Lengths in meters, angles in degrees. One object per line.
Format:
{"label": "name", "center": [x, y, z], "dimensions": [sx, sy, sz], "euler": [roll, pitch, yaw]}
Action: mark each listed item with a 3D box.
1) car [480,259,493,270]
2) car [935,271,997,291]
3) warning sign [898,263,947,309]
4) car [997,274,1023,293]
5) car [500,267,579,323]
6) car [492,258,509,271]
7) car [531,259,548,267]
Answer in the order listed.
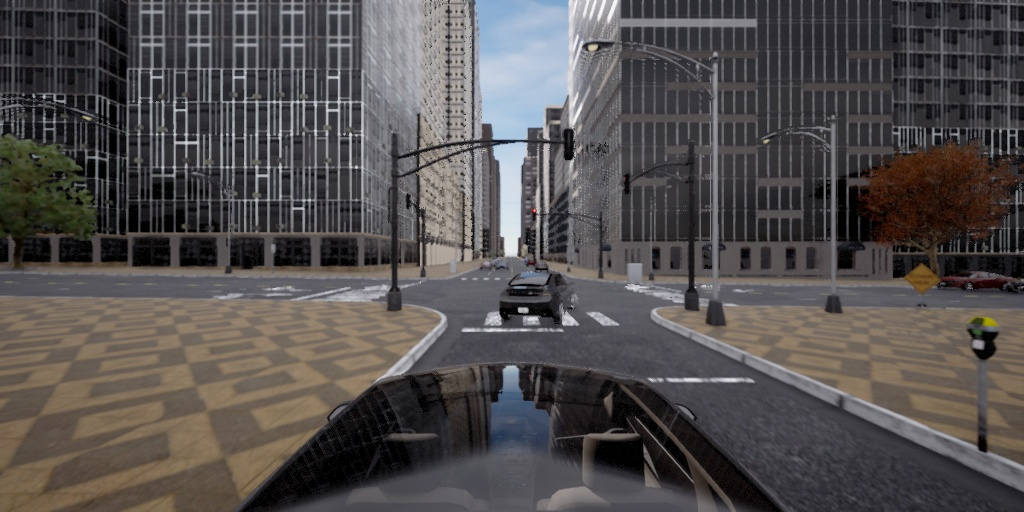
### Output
{"label": "car", "center": [-3.974, 1.468, 54.438], "dimensions": [1.802, 1.307, 4.207], "euler": [0, 0, 0]}
{"label": "car", "center": [36.929, 1.985, 28.718], "dimensions": [5.008, 1.535, 1.882], "euler": [1, 0, -2]}
{"label": "warning sign", "center": [17.290, 1.239, 15.122], "dimensions": [1.060, 1.860, 1.300], "euler": [0, 0, -3]}
{"label": "car", "center": [38.091, 2.086, 25.515], "dimensions": [4.181, 1.385, 1.994], "euler": [1, 0, -2]}
{"label": "car", "center": [1.030, 1.288, 12.380], "dimensions": [1.837, 1.490, 4.892], "euler": [-1, -1, 17]}
{"label": "car", "center": [-1.476, 1.449, 53.165], "dimensions": [1.994, 1.385, 4.181], "euler": [0, 0, 0]}
{"label": "car", "center": [3.974, 1.443, 48.937], "dimensions": [1.948, 1.339, 4.313], "euler": [0, 0, 0]}
